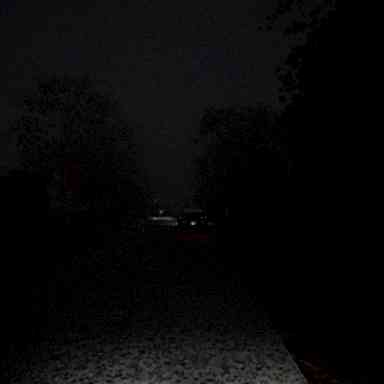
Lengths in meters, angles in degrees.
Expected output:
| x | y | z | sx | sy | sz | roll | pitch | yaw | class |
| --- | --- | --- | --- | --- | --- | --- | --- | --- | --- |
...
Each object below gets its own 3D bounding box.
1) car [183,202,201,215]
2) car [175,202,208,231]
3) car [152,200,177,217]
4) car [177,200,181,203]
| x | y | z | sx | sy | sz | roll | pitch | yaw | class |
| --- | --- | --- | --- | --- | --- | --- | --- | --- | --- |
| -0.030 | 1.868 | 39.436 | 2.033 | 1.411 | 5.357 | 0 | -1 | 0 | car |
| 0.057 | 1.601 | 21.075 | 1.812 | 1.442 | 4.674 | 0 | -1 | 0 | car |
| -2.947 | 1.724 | 34.143 | 2.128 | 1.511 | 4.902 | 0 | -1 | 0 | car |
| -3.187 | 2.536 | 74.813 | 1.882 | 1.535 | 5.008 | 0 | -2 | -1 | car |
